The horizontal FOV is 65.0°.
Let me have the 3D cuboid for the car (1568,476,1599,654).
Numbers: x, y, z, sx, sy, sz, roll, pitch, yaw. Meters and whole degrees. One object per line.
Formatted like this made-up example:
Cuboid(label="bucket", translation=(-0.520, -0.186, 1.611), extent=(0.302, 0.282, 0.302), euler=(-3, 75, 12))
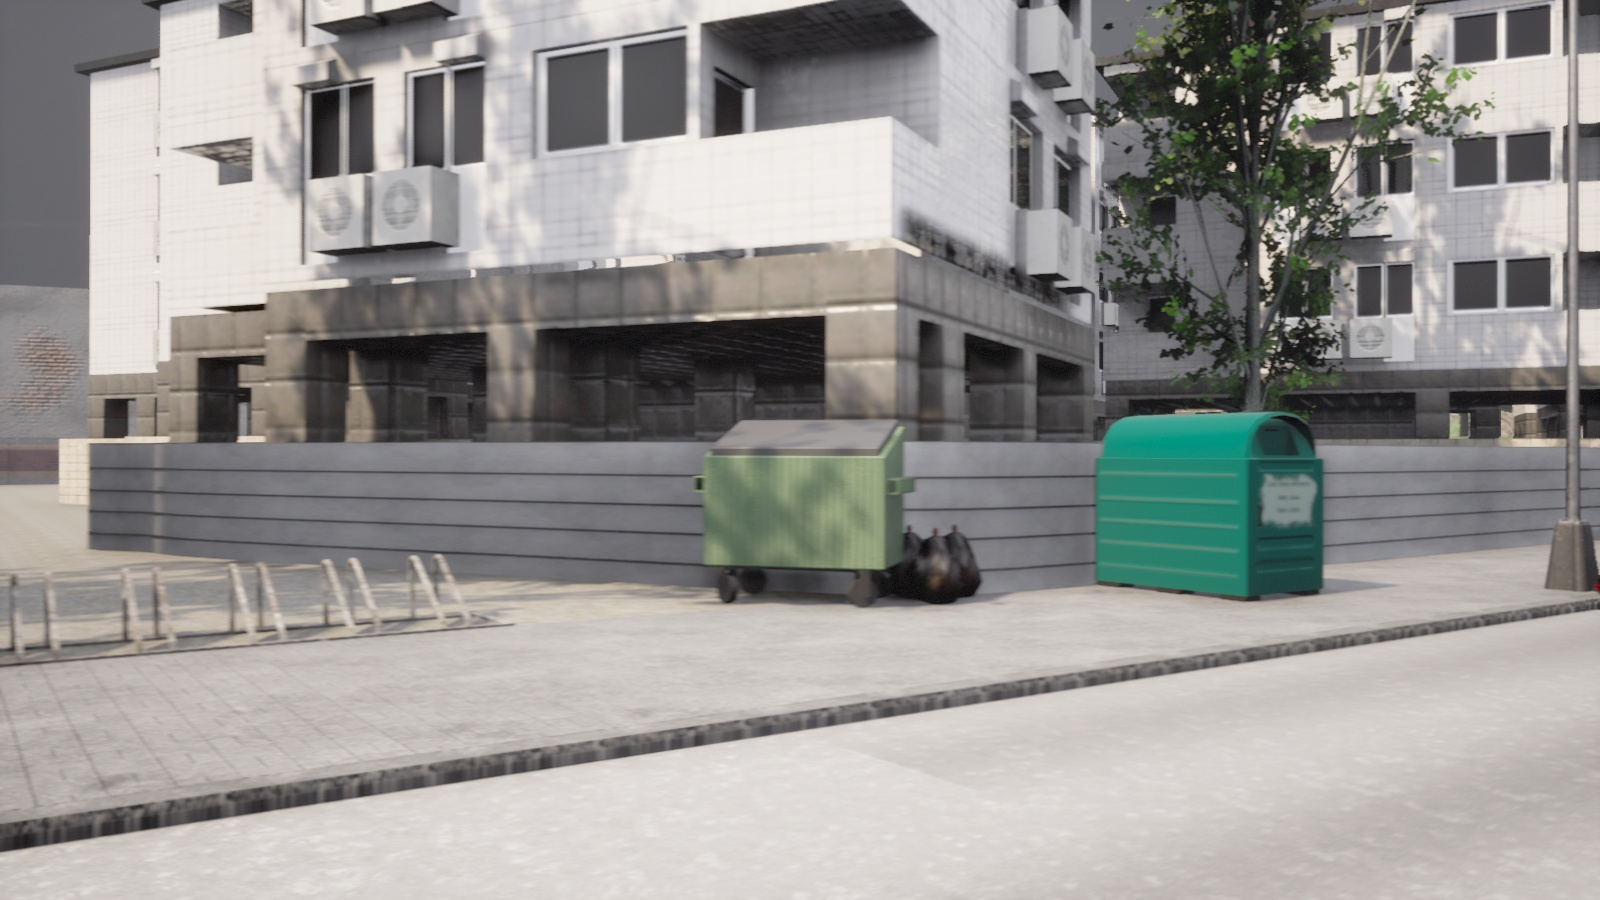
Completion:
Cuboid(label="car", translation=(8.261, 0.852, 10.020), extent=(4.718, 1.301, 1.895), euler=(0, 0, -35))
